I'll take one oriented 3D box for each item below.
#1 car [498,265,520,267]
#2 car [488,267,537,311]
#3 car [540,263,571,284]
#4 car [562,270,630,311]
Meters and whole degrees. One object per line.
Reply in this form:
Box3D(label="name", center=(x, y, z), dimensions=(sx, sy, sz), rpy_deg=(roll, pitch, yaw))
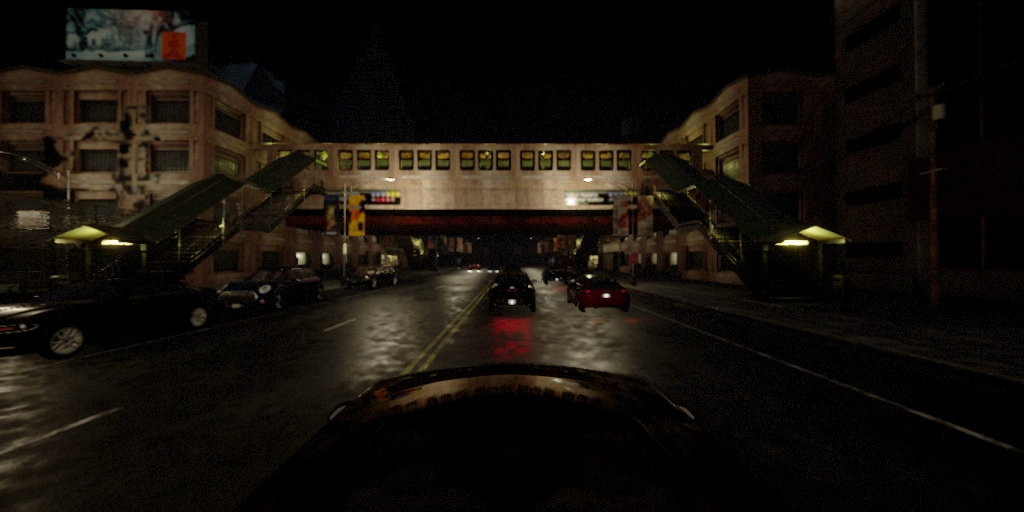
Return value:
Box3D(label="car", center=(0.037, 1.574, 30.333), dimensions=(1.837, 1.490, 4.892), rpy_deg=(0, 0, 1))
Box3D(label="car", center=(0.021, 1.408, 15.316), dimensions=(1.837, 1.490, 4.892), rpy_deg=(0, 0, 0))
Box3D(label="car", center=(3.537, 1.574, 30.311), dimensions=(1.837, 1.490, 4.892), rpy_deg=(0, 0, 1))
Box3D(label="car", center=(3.520, 1.465, 15.282), dimensions=(1.994, 1.385, 4.181), rpy_deg=(0, -1, 1))
